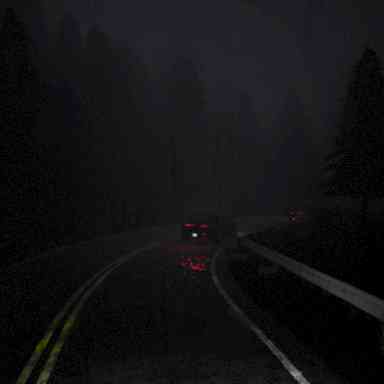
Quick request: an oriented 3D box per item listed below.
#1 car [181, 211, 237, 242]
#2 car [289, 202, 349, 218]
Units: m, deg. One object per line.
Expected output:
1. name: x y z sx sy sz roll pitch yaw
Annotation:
1. car: 1.035 1.747 17.519 1.837 1.490 4.892 1 0 22
2. car: 10.017 1.839 26.852 4.892 1.490 1.837 0 3 -29
